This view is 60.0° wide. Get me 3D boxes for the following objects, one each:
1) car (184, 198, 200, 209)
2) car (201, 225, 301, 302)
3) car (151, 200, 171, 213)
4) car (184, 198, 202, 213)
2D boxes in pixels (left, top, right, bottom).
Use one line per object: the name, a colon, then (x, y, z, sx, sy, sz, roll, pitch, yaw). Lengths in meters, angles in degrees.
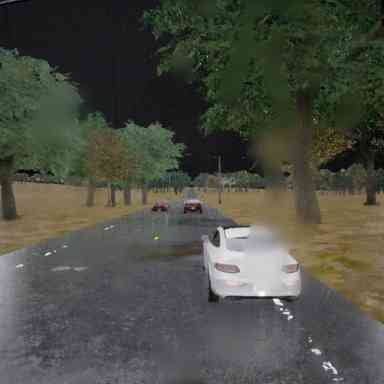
car: (0.041, 1.588, 46.813, 2.128, 1.511, 4.902, 0, -1, 0)
car: (1.232, 1.530, 8.149, 1.812, 1.442, 4.674, 0, 0, 0)
car: (-3.468, 1.631, 37.470, 1.895, 1.301, 4.718, 0, 0, 0)
car: (0.114, 1.507, 36.750, 1.882, 1.535, 5.008, 0, 0, 0)
